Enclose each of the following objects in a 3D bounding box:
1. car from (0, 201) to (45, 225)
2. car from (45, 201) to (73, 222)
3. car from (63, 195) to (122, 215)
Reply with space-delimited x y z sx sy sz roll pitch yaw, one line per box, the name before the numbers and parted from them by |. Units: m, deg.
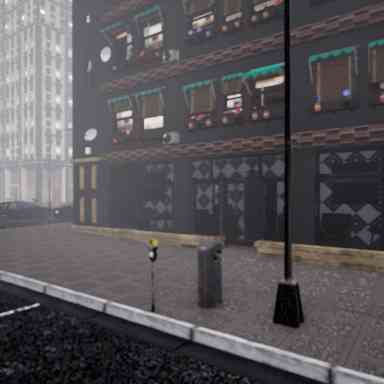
car | -11.500 1.316 22.195 2.033 1.411 5.357 0 1 40
car | -7.376 1.276 22.840 1.947 1.339 4.313 1 1 35
car | -9.001 1.134 30.608 2.128 1.511 4.902 0 1 35
